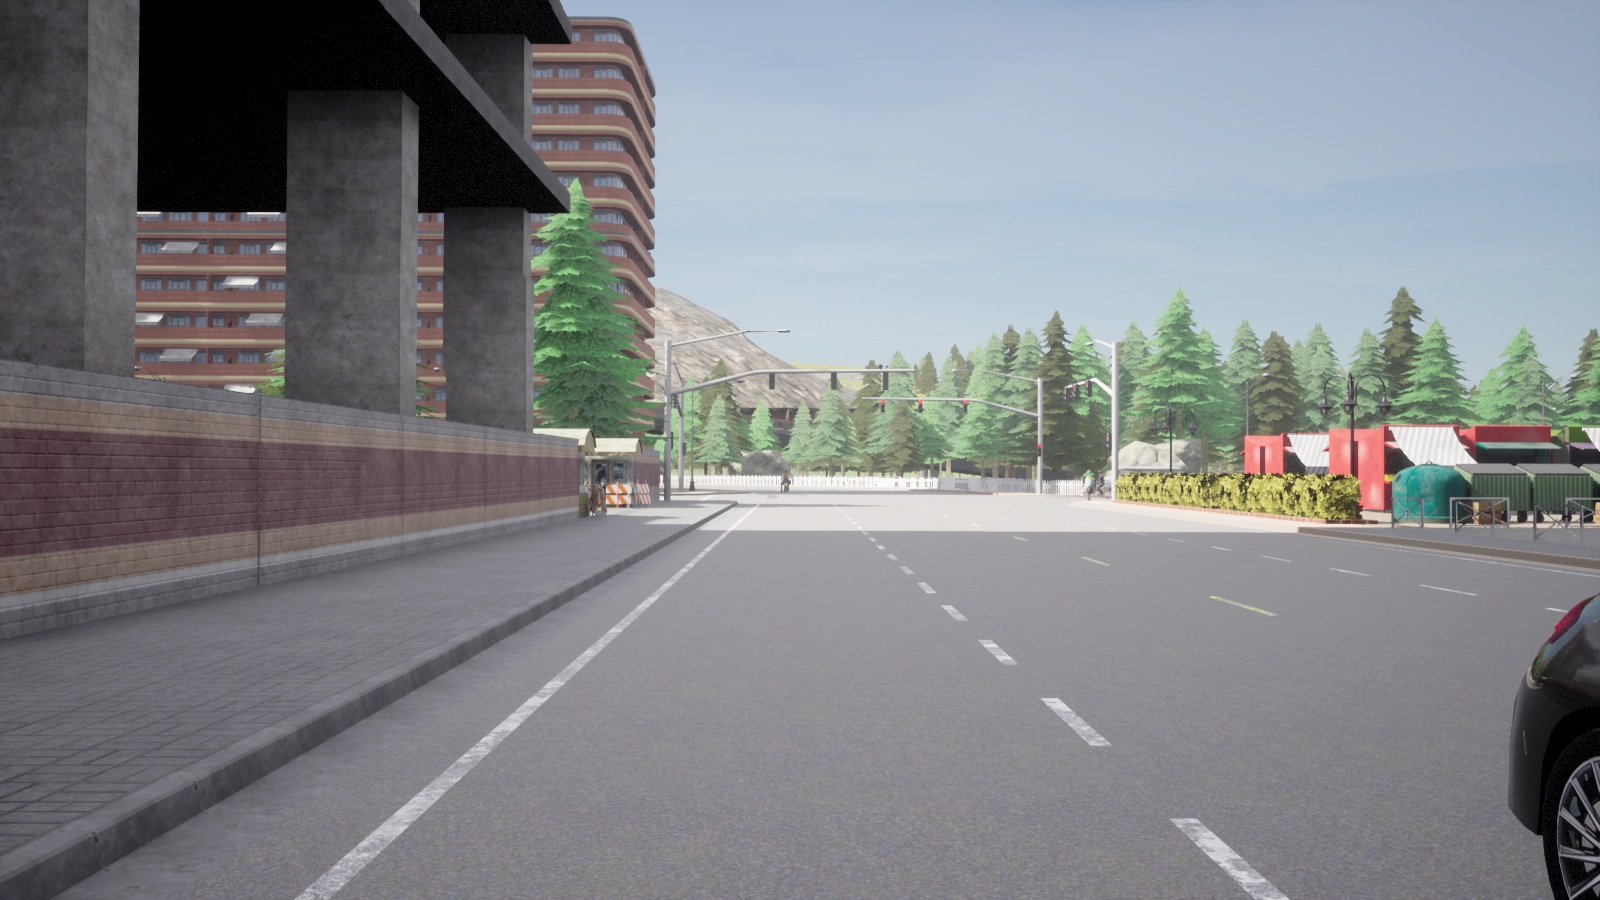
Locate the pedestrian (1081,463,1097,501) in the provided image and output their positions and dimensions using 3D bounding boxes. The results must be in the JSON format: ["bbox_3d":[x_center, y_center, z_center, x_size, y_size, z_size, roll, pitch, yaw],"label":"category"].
[{"bbox_3d":[15.153,1.683,65.785,0.659,1.952,0.873,0,-1,2],"label":"pedestrian"}]

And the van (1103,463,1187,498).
[{"bbox_3d":[20.249,1.781,73.739,4.442,1.987,1.775,0,-1,0],"label":"van"}]

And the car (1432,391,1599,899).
[{"bbox_3d":[3.493,0.617,2.258,2.152,1.651,5.027,0,-1,0],"label":"car"}]
